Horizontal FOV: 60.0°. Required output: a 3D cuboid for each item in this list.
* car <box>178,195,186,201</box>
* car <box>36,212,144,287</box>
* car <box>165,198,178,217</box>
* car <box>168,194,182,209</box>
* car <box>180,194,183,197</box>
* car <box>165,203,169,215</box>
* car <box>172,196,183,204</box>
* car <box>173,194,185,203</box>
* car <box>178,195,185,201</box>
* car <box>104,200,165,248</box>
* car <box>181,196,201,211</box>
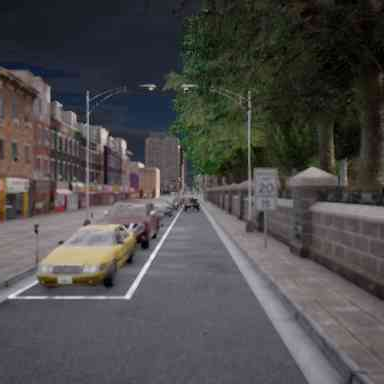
[{"bbox_3d":[-2.607,1.522,86.687,1.947,1.339,4.313,0,0,0],"label":"car"},{"bbox_3d":[-2.647,1.518,9.345,1.752,1.417,4.829,0,0,0],"label":"car"},{"bbox_3d":[-2.639,1.532,30.594,2.008,1.369,4.403,0,0,0],"label":"car"},{"bbox_3d":[-2.633,1.416,41.133,1.967,1.590,4.097,0,0,0],"label":"car"},{"bbox_3d":[-2.630,1.414,46.405,1.967,1.590,4.097,0,0,0],"label":"car"},{"bbox_3d":[-2.646,1.552,20.053,1.947,1.339,4.313,0,0,0],"label":"car"},{"bbox_3d":[-2.620,1.492,62.045,1.752,1.417,4.829,0,0,0],"label":"car"},{"bbox_3d":[-2.616,1.280,67.486,2.192,1.841,5.009,0,0,0],"label":"car"},{"bbox_3d":[-2.609,1.539,83.024,1.802,1.307,4.206,0,0,0],"label":"car"},{"bbox_3d":[-2.649,1.304,14.783,2.192,1.841,5.009,0,0,0],"label":"car"},{"bbox_3d":[0.015,1.485,39.448,1.837,1.490,4.892,0,0,0],"label":"car"}]
